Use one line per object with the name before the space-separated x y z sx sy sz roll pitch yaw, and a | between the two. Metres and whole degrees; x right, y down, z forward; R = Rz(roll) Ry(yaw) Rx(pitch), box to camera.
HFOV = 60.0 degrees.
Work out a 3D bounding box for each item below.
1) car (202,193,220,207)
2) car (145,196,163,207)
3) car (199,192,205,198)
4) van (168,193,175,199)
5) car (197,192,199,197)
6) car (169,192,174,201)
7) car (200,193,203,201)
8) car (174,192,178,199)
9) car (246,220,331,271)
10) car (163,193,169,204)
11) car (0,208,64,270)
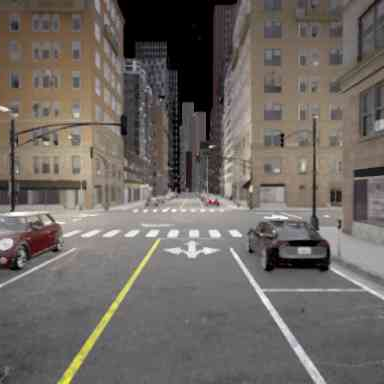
car | 2.893 1.238 47.618 1.967 1.590 4.097 0 0 0
car | -5.631 1.380 47.632 1.802 1.307 4.206 0 0 0
car | 2.933 1.178 69.254 1.967 1.590 4.097 0 0 0
van | -5.551 1.052 90.900 1.690 1.788 3.998 0 0 0
car | 2.954 1.160 80.072 1.967 1.590 4.097 0 0 0
car | -5.581 1.253 74.504 1.752 1.417 4.829 0 0 0
car | 2.914 1.314 58.436 2.008 1.369 4.403 0 0 0
car | -5.561 1.029 85.491 2.192 1.841 5.009 0 0 0
car | 2.857 1.513 10.529 1.947 1.339 4.313 0 0 0
car | -5.611 1.314 58.449 2.008 1.369 4.403 0 0 0
car | -5.669 1.388 10.529 1.967 1.590 4.097 0 0 0
